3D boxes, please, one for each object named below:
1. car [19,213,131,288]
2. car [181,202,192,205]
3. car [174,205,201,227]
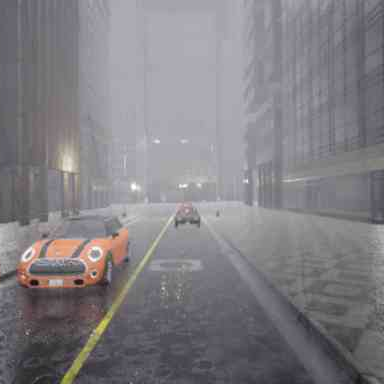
[{"bbox_3d":[-3.142,1.500,9.821,2.097,1.767,4.553,-1,-1,-1],"label":"car"},{"bbox_3d":[-0.634,2.029,41.327,1.812,1.442,4.674,-1,0,-1],"label":"car"},{"bbox_3d":[-0.335,1.910,25.349,1.895,1.301,4.718,-1,-1,-1],"label":"car"}]
